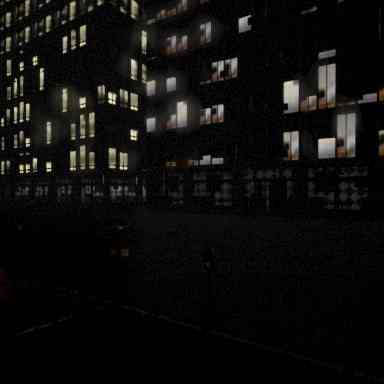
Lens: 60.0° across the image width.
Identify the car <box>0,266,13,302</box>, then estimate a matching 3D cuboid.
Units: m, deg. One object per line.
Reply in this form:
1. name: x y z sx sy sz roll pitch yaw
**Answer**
1. car: -5.549 1.526 6.846 4.829 1.417 1.752 0 0 36
